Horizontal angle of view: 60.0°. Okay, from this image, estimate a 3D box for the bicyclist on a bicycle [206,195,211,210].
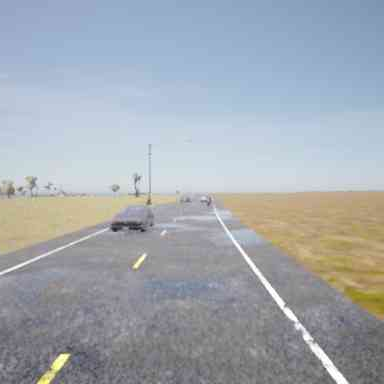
[{"bbox_3d":[1.828,1.348,36.438,0.582,1.620,1.656,0,0,3],"label":"bicyclist on a bicycle"}]

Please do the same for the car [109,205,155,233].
[{"bbox_3d":[-3.328,1.490,19.669,2.033,1.411,5.357,0,0,1],"label":"car"}]

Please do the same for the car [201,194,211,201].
[{"bbox_3d":[3.331,1.302,77.621,2.128,1.511,4.902,0,0,3],"label":"car"}]

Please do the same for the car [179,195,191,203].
[{"bbox_3d":[-1.200,1.314,61.652,2.128,1.511,4.902,0,0,4],"label":"car"}]

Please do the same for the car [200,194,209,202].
[{"bbox_3d":[2.719,1.406,67.148,1.895,1.301,4.718,0,0,4],"label":"car"}]

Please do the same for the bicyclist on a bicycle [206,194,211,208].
[{"bbox_3d":[2.337,1.236,46.338,0.659,1.776,1.843,0,0,3],"label":"bicyclist on a bicycle"}]
